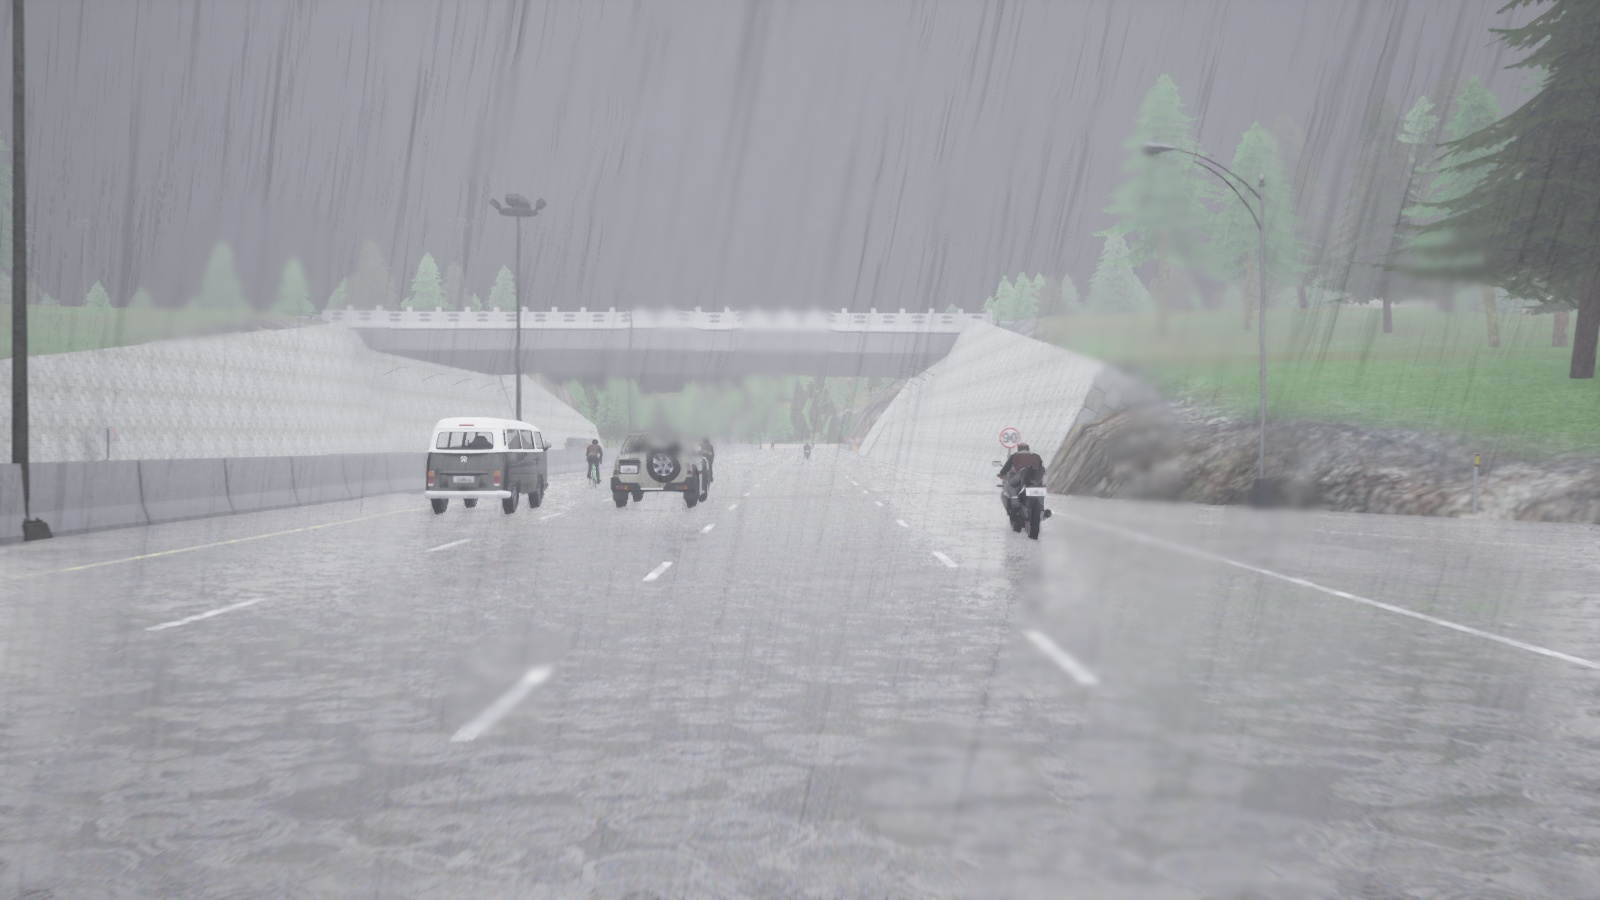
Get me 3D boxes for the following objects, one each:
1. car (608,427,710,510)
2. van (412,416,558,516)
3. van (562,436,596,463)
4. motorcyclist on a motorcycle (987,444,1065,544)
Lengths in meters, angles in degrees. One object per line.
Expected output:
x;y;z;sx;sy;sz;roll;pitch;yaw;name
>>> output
-3.311;0.390;30.425;1.932;1.855;4.605;0;1;0;car
-6.827;0.309;27.709;2.069;2.038;4.480;0;0;0;van
-16.937;-0.058;96.267;1.775;1.987;4.442;0;0;0;van
3.631;0.670;20.364;0.866;1.530;2.191;0;0;0;motorcyclist on a motorcycle
